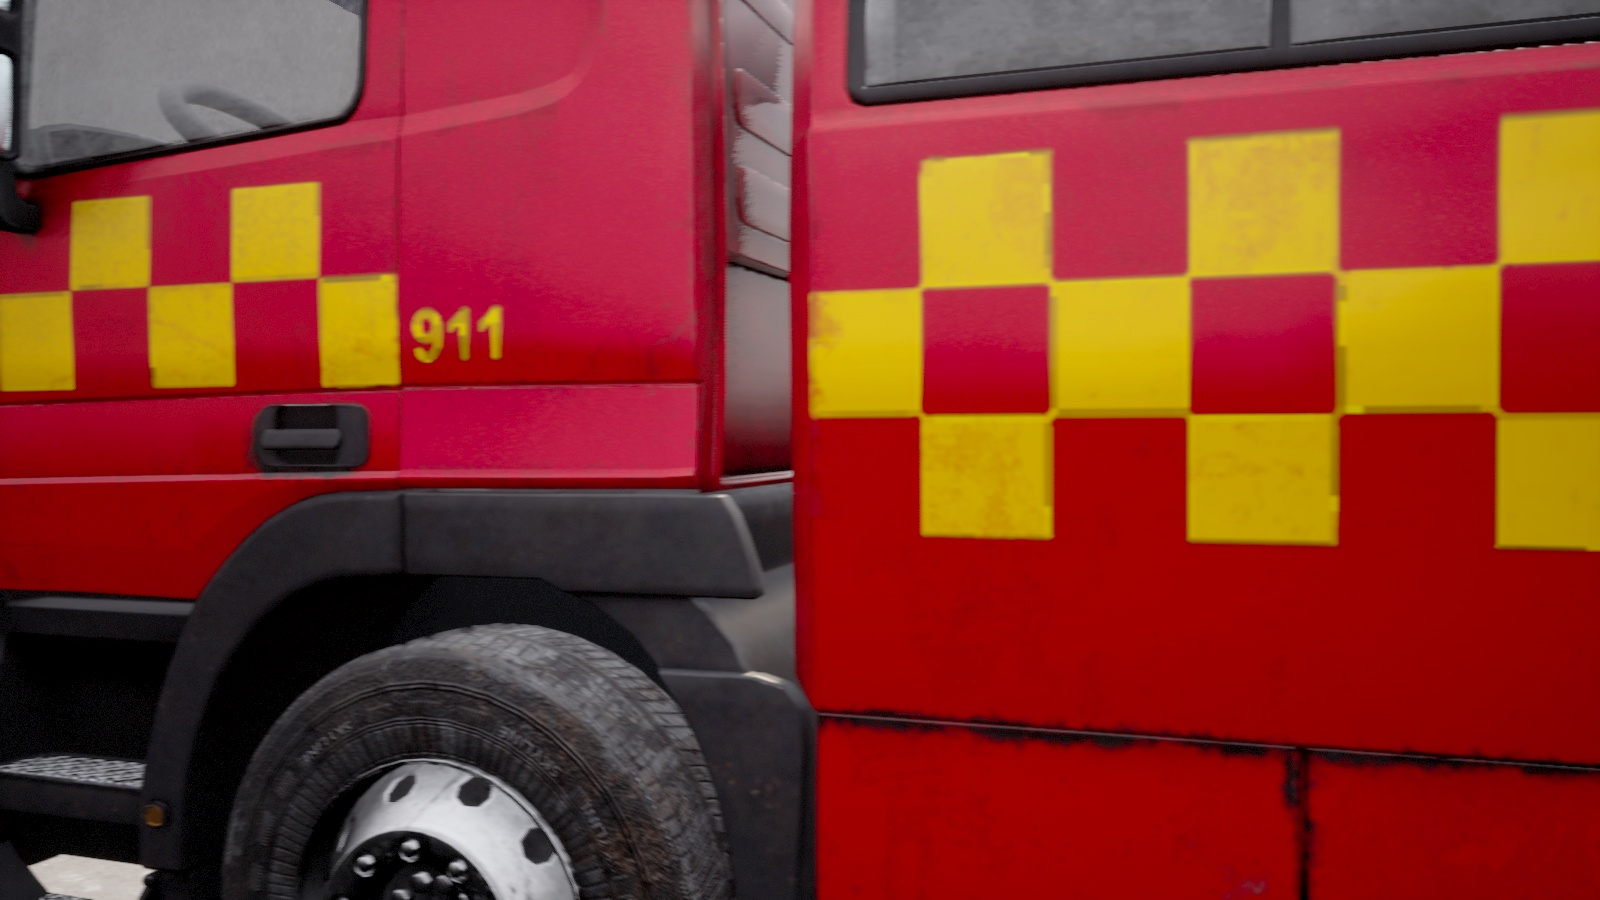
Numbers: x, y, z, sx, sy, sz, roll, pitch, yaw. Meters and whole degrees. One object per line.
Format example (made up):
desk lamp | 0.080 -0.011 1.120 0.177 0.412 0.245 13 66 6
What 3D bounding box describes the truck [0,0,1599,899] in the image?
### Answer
truck | 1.742 -0.381 3.115 8.468 3.827 2.891 1 1 19
